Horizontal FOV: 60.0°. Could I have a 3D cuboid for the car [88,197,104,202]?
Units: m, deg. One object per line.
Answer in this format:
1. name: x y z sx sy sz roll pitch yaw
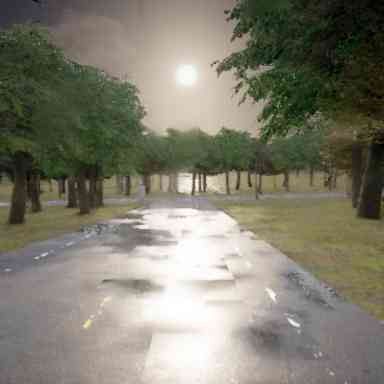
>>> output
1. car: -24.448 2.011 83.117 4.718 1.301 1.895 -1 3 0
